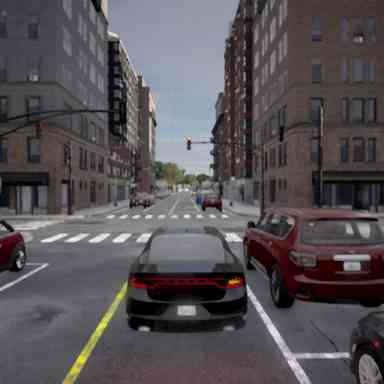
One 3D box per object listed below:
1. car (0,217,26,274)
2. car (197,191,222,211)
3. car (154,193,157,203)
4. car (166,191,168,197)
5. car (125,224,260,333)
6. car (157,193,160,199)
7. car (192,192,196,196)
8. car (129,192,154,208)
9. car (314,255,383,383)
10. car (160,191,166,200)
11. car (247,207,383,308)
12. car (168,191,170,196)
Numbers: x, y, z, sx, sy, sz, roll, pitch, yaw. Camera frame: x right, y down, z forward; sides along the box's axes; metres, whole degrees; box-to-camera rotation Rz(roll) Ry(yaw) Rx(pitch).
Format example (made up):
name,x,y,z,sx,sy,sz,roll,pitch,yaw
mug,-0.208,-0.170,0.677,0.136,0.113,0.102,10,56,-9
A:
name,x,y,z,sx,sy,sz,roll,pitch,yaw
car,-5.527,1.373,7.507,1.967,1.590,4.097,0,1,-1
car,1.992,0.982,34.725,2.192,1.841,5.009,0,1,-1
car,-6.353,1.137,45.561,1.947,1.339,4.313,0,1,-1
car,-6.919,0.854,73.072,1.887,1.381,4.507,0,1,-1
car,-0.104,1.411,6.924,1.882,1.535,5.008,0,1,-1
car,-6.466,1.070,51.063,2.008,1.369,4.403,0,1,-1
car,1.633,0.825,51.232,2.192,1.841,5.009,0,1,-1
car,-6.241,0.939,40.056,2.192,1.841,5.009,0,1,-1
car,2.615,1.528,1.996,2.008,1.369,4.403,0,1,-1
car,-6.806,0.906,67.570,1.887,1.381,4.507,0,1,-1
car,2.496,1.238,7.675,2.192,1.841,5.009,0,1,-1
car,-7.032,0.807,78.574,2.008,1.369,4.403,0,1,-1
